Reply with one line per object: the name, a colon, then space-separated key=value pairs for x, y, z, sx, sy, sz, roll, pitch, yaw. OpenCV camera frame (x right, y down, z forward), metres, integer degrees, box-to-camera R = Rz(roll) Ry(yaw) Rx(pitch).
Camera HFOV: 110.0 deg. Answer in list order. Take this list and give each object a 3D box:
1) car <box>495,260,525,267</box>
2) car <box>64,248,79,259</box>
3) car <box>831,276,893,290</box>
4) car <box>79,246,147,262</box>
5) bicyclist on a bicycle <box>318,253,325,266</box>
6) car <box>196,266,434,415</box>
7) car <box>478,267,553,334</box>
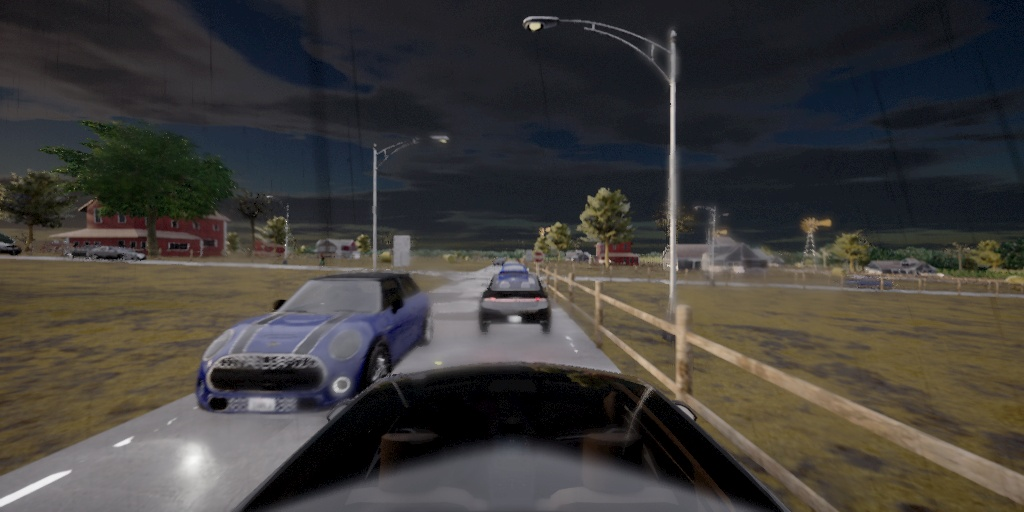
car: x=0.135 y=1.227 z=23.783 sx=1.882 sy=1.535 sz=5.008 roll=0 pitch=0 yaw=1
car: x=-46.139 y=-0.395 z=39.459 sx=4.892 sy=1.490 sz=1.837 roll=2 pitch=0 yaw=1
car: x=38.517 y=2.905 z=39.481 sx=5.357 sy=1.411 sz=2.033 roll=2 pitch=0 yaw=0
car: x=-40.232 y=-0.204 z=36.587 sx=4.902 sy=1.511 sz=2.128 roll=2 pitch=0 yaw=0
bicyclist on a bicycle: x=-22.563 y=0.417 z=42.550 sx=0.582 sy=1.620 sz=1.656 roll=2 pitch=0 yaw=0
car: x=-2.842 y=1.097 z=6.325 sx=2.097 sy=1.767 sz=4.553 roll=0 pitch=0 yaw=0
car: x=0.092 y=1.235 z=10.619 sx=2.128 sy=1.511 sz=4.902 roll=0 pitch=0 yaw=0
